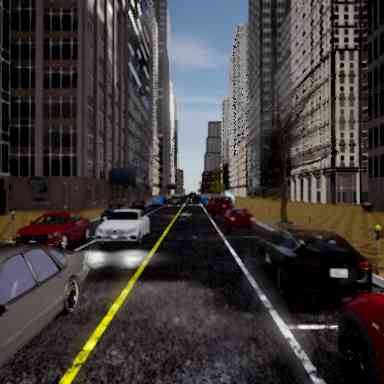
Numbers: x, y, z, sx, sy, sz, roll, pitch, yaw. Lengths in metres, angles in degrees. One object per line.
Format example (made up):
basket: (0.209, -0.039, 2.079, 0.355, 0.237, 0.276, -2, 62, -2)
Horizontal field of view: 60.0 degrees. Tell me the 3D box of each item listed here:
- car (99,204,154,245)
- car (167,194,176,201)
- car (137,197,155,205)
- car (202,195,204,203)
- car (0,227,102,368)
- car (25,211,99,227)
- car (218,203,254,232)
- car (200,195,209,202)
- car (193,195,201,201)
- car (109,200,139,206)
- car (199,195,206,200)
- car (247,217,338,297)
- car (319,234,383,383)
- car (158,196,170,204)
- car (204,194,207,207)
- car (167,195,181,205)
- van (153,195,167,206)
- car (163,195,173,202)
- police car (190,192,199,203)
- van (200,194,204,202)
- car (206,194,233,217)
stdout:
car: (-3.055, 1.514, 15.581, 1.812, 1.442, 4.674, 0, 0, 1)
car: (-5.457, 1.395, 88.049, 1.967, 1.590, 4.097, 1, 0, 0)
car: (-5.592, 1.541, 36.846, 1.947, 1.339, 4.313, 1, 0, 0)
car: (2.819, 1.503, 48.352, 1.752, 1.417, 4.829, 1, 0, 0)
car: (-3.094, 1.542, 4.805, 2.033, 1.411, 5.357, 0, 0, 0)
car: (-5.661, 1.532, 14.092, 1.887, 1.381, 4.507, 1, 0, 0)
car: (2.743, 1.574, 19.738, 1.802, 1.307, 4.206, 1, 0, 0)
car: (2.893, 1.517, 76.627, 2.008, 1.369, 4.403, 1, 0, 0)
car: (1.108, 1.469, 81.201, 1.837, 1.490, 4.892, 0, 0, 0)
car: (-5.623, 1.547, 25.467, 1.947, 1.339, 4.313, 1, 0, 0)
car: (2.937, 1.513, 93.694, 2.008, 1.369, 4.403, 1, 0, 0)
car: (2.779, 1.564, 8.361, 1.947, 1.339, 4.313, 1, 0, 0)
car: (2.822, 1.442, 2.673, 1.967, 1.590, 4.097, 1, 0, 0)
car: (-5.518, 1.528, 65.292, 1.947, 1.339, 4.313, 1, 0, 0)
car: (2.791, 1.299, 36.804, 2.192, 1.841, 5.009, 1, 0, 0)
car: (-2.903, 1.494, 57.748, 1.812, 1.442, 4.674, 0, 0, 1)
van: (-5.545, 1.308, 53.913, 1.690, 1.788, 3.998, 1, 0, 0)
car: (-5.488, 1.509, 76.670, 2.008, 1.369, 4.403, 1, 0, 0)
police car: (1.083, 1.392, 71.311, 1.930, 1.638, 5.238, 0, 0, 0)
van: (2.850, 1.314, 59.560, 1.690, 1.788, 3.998, 1, 0, 0)
car: (2.776, 1.301, 31.116, 2.192, 1.841, 5.009, 1, 0, 0)
